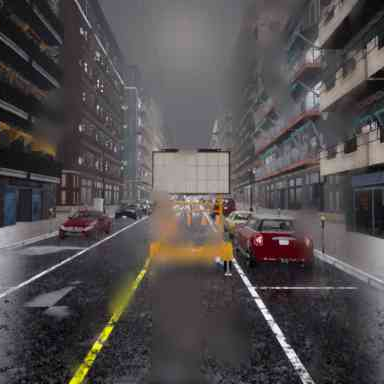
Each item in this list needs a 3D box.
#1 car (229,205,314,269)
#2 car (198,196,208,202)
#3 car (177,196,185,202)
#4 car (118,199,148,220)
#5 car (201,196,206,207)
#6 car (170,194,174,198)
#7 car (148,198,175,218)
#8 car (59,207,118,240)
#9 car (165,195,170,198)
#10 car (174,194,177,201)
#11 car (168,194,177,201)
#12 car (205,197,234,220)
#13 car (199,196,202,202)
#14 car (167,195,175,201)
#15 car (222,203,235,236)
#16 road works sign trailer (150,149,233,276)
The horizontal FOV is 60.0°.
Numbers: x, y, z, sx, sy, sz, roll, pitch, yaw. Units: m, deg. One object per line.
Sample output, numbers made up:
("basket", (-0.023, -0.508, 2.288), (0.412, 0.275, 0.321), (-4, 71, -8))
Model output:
("car", (2.594, 1.448, 11.309), (1.967, 1.590, 4.097), (2, 0, 0))
("car", (2.593, 1.614, 79.281), (2.008, 1.369, 4.403), (2, 0, 0))
("car", (-2.747, 1.590, 81.008), (1.812, 1.442, 4.674), (0, 0, 0))
("car", (-5.289, 1.585, 28.308), (1.947, 1.339, 4.313), (2, 0, 0))
("car", (2.593, 1.558, 45.466), (1.752, 1.417, 4.829), (2, 0, 0))
("car", (-5.286, 1.596, 67.960), (1.887, 1.381, 4.507), (2, 0, 0))
("car", (-2.849, 1.546, 30.324), (1.812, 1.442, 4.674), (0, 0, 0))
("car", (-5.290, 1.593, 16.978), (1.802, 1.307, 4.206), (2, 0, 0))
("car", (-5.287, 1.586, 56.631), (1.887, 1.381, 4.507), (2, 0, 0))
("car", (-5.286, 1.588, 79.117), (1.752, 1.417, 4.829), (2, 0, 0))
("car", (-5.277, 1.392, 90.617), (2.192, 1.841, 5.009), (2, 0, 0))
("car", (2.598, 1.334, 28.302), (2.192, 1.841, 5.009), (2, 0, 0))
("car", (2.592, 1.608, 56.625), (1.947, 1.339, 4.313), (2, 0, 0))
("car", (-5.285, 1.595, 84.782), (1.752, 1.417, 4.829), (2, 0, 0))
("car", (2.591, 1.537, 17.143), (1.752, 1.417, 4.829), (2, 0, 0))
("road works sign trailer", (-0.022, 0.471, 10.383), (2.380, 3.560, 2.880), (0, 0, 0))
